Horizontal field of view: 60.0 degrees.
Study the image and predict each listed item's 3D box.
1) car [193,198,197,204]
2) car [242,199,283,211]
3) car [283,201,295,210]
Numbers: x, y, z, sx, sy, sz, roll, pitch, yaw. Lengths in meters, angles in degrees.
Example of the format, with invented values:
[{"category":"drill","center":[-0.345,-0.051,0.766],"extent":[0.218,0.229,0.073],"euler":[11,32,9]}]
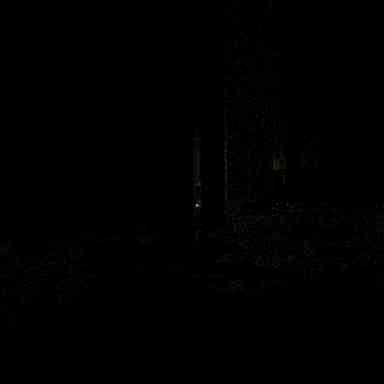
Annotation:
[{"category":"car","center":[-0.975,1.339,59.986],"extent":[2.097,1.767,4.553],"euler":[0,0,-35]},{"category":"car","center":[8.377,1.586,40.952],"extent":[1.895,1.301,4.718],"euler":[0,0,-35]},{"category":"car","center":[11.048,1.579,42.805],"extent":[1.895,1.301,4.718],"euler":[0,0,-35]}]
